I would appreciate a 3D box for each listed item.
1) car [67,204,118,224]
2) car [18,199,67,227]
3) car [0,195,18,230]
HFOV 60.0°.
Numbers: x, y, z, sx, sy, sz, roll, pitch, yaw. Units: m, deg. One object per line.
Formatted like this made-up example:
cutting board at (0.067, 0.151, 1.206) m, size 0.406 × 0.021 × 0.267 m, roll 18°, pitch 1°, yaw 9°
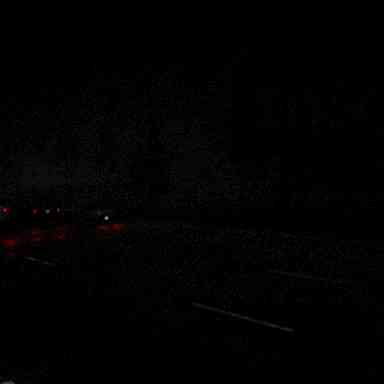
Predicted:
car at (-7.592, 1.499, 24.268) m, size 4.718 × 1.301 × 1.895 m, roll 0°, pitch 0°, yaw 39°
car at (-10.748, 1.261, 22.323) m, size 4.553 × 1.767 × 2.097 m, roll 0°, pitch 0°, yaw 39°
car at (-12.575, 1.145, 19.297) m, size 5.566 × 2.045 × 2.150 m, roll 0°, pitch 0°, yaw 39°
